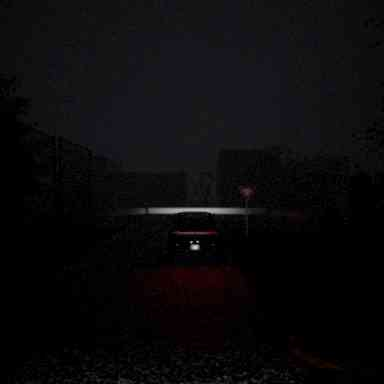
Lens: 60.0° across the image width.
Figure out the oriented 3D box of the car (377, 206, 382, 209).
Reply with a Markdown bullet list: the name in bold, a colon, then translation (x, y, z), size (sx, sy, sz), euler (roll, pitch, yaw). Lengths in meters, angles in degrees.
- **car**: translation (40.785, 4.232, 68.432), size (5.366, 1.575, 1.946), euler (-1, 0, -17)

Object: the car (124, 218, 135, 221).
- **car**: translation (-9.136, 4.481, 48.379), size (1.946, 1.575, 5.366), euler (0, 0, -18)

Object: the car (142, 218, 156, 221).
- **car**: translation (-6.097, 4.513, 48.091), size (2.163, 1.488, 4.792), euler (0, 0, -18)

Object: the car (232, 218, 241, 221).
- **car**: translation (5.724, 4.486, 47.746), size (2.231, 1.521, 4.892), euler (0, 0, -18)

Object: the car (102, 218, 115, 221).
- **car**: translation (-12.023, 4.482, 48.299), size (2.097, 1.535, 5.008), euler (0, 0, -18)

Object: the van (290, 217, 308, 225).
- **van**: translation (14.550, 4.259, 47.581), size (1.878, 1.987, 4.442), euler (0, 0, -18)

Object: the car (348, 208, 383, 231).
- **car**: translation (12.705, 2.127, 23.700), size (4.674, 1.442, 1.812), euler (5, 1, 4)

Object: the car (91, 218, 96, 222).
- **car**: translation (-15.050, 4.480, 48.564), size (1.946, 1.575, 5.366), euler (0, 0, -18)

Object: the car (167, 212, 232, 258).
- **car**: translation (0.098, 1.496, 12.705), size (2.128, 1.511, 4.902), euler (0, 0, 0)

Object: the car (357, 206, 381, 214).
- **car**: translation (41.123, 4.139, 77.370), size (5.008, 1.535, 2.097), euler (-1, 1, -17)

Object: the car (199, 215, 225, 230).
- **car**: translation (2.752, 4.360, 47.868), size (2.185, 1.767, 4.553), euler (0, 0, -18)

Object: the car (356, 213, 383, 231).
- **car**: translation (26.402, 4.232, 47.124), size (2.435, 2.045, 5.566), euler (0, 0, -18)

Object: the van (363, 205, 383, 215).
- **van**: translation (40.830, 3.948, 74.335), size (4.442, 1.987, 1.878), euler (-1, 1, -17)

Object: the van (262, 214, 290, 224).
- **van**: translation (11.592, 4.260, 47.674), size (1.878, 1.987, 4.442), euler (0, 0, -18)

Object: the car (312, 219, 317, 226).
- **car**: translation (17.562, 4.233, 47.355), size (2.435, 2.045, 5.566), euler (0, 0, -18)
